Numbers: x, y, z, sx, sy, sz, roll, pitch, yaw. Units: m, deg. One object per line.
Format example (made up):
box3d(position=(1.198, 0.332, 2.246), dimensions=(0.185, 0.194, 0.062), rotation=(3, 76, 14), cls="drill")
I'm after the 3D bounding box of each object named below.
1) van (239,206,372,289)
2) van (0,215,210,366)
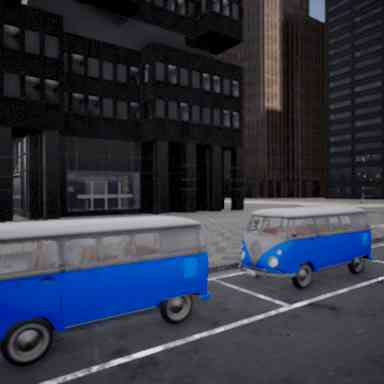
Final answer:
box3d(position=(3.063, 1.296, 8.759), dimensions=(3.998, 1.788, 1.690), rotation=(0, 0, -35), cls="van")
box3d(position=(-1.587, 1.330, 5.501), dimensions=(3.998, 1.788, 1.690), rotation=(0, 0, -35), cls="van")
